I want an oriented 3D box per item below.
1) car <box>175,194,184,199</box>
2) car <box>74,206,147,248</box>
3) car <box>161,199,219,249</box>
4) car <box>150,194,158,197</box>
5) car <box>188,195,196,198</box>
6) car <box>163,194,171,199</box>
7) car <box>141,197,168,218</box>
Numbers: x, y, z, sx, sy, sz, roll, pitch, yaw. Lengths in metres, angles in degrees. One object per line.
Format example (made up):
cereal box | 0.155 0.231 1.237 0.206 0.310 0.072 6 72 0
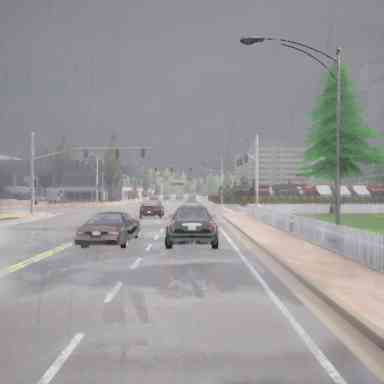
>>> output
car | -3.500 1.423 87.758 2.033 1.411 5.357 0 0 0
car | -3.500 1.561 14.650 2.033 1.411 5.357 0 0 0
car | 0.000 1.364 14.620 2.097 1.767 4.553 0 0 0
car | -10.500 1.348 92.181 2.097 1.767 4.553 0 0 0
car | 0.000 1.409 87.758 2.128 1.511 4.902 0 0 0
car | -7.000 1.348 92.181 2.097 1.767 4.553 0 0 0
car | -3.500 1.483 29.650 1.882 1.535 5.008 0 0 0
